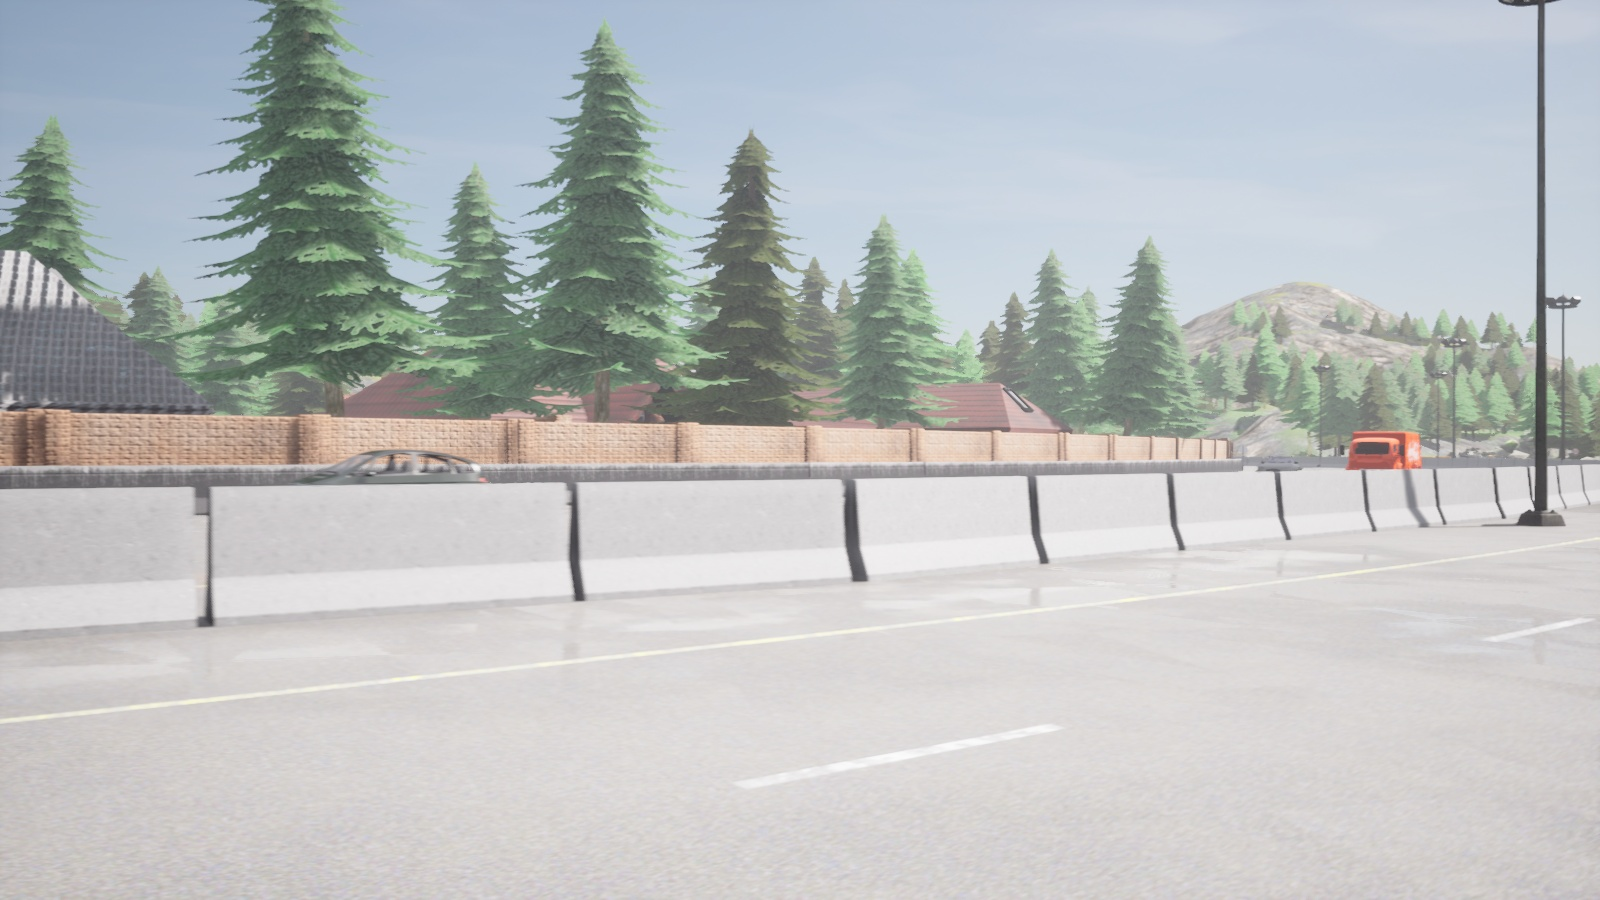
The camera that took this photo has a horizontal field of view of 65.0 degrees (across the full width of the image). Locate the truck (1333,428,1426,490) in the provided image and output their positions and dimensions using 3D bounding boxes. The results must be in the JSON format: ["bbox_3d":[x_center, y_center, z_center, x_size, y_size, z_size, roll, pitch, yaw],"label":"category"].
[{"bbox_3d":[24.544,0.347,53.058,2.627,2.467,5.204,0,0,35],"label":"truck"}]

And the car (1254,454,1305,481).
[{"bbox_3d":[26.350,0.937,68.943,1.994,1.385,4.181,0,0,30],"label":"car"}]

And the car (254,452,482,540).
[{"bbox_3d":[-8.149,0.808,23.809,3.705,1.549,1.789,0,0,-38],"label":"car"}]
